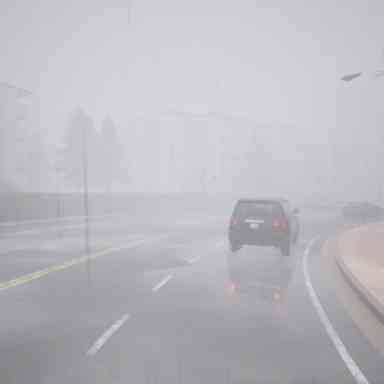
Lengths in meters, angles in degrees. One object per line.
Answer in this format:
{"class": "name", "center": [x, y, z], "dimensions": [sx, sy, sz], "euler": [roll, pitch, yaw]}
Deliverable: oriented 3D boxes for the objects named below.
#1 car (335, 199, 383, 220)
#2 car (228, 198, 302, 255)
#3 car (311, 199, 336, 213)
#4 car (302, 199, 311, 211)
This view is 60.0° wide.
{"class": "car", "center": [15.169, 1.626, 29.428], "dimensions": [4.902, 1.511, 2.128], "euler": [1, 0, -38]}
{"class": "car", "center": [3.128, 1.249, 13.811], "dimensions": [2.150, 2.045, 5.566], "euler": [0, 0, 22]}
{"class": "car", "center": [16.787, 1.626, 39.224], "dimensions": [5.008, 1.535, 1.882], "euler": [0, 0, -31]}
{"class": "car", "center": [13.961, 1.615, 41.536], "dimensions": [4.902, 1.511, 2.128], "euler": [1, 0, -33]}
